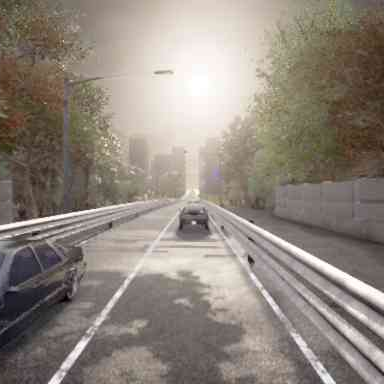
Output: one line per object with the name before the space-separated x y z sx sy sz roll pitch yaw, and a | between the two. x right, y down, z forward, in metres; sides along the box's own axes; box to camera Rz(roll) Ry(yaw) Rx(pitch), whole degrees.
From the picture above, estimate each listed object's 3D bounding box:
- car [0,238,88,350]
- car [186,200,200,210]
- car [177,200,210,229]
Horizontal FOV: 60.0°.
car | -3.347 1.547 5.519 2.033 1.411 5.357 0 0 0
car | 0.136 1.853 49.010 1.994 1.385 4.181 0 -1 0
car | 0.114 1.535 21.856 1.837 1.490 4.892 0 0 0
